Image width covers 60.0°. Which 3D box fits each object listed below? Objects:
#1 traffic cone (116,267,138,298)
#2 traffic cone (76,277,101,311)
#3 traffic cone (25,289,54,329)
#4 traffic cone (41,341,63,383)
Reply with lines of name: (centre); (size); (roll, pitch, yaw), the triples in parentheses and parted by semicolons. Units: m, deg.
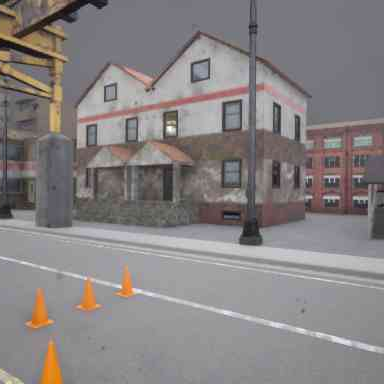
traffic cone: (-1.426, 1.949, 7.286); (0.340, 0.580, 0.340); (0, 0, 36)
traffic cone: (-2.011, 1.949, 6.475); (0.340, 0.580, 0.340); (0, 0, 36)
traffic cone: (-2.595, 1.949, 5.664); (0.340, 0.580, 0.340); (0, 0, 36)
traffic cone: (-1.558, 1.952, 3.683); (0.340, 0.580, 0.340); (0, 0, 36)
